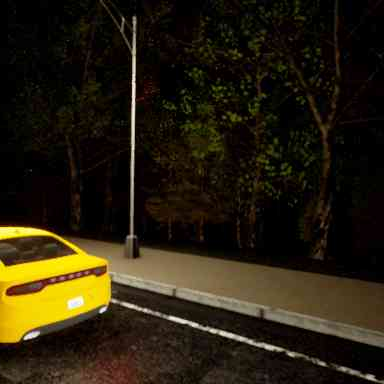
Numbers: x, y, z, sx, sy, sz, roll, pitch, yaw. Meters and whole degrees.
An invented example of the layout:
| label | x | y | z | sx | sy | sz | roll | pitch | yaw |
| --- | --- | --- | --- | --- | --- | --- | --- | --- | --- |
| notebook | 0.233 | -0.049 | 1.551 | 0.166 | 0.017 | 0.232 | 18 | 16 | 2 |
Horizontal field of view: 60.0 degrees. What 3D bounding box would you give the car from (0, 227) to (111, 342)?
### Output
| label | x | y | z | sx | sy | sz | roll | pitch | yaw |
| --- | --- | --- | --- | --- | --- | --- | --- | --- | --- |
| car | -3.673 | 1.402 | 6.182 | 5.008 | 1.535 | 1.882 | 1 | 0 | 36 |
